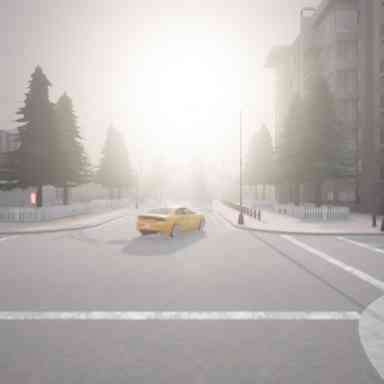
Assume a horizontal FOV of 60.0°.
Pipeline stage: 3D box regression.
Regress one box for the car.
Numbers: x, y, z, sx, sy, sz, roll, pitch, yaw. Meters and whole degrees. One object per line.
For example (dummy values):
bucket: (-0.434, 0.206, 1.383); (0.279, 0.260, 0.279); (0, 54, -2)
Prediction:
car: (-0.991, 1.459, 17.827); (1.882, 1.535, 5.008); (1, 1, 27)
